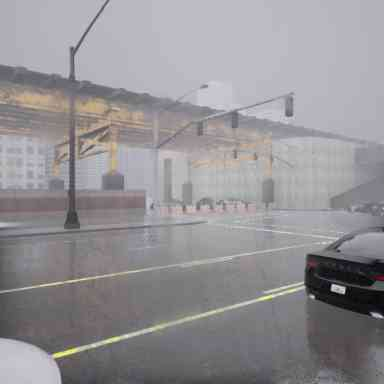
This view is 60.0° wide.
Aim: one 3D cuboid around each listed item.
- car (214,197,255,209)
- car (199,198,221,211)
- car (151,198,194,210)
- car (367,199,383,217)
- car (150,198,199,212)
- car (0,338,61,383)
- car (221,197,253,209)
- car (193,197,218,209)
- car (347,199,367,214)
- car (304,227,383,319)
[{"bbox_3d":[5.558,1.453,43.737,4.974,1.542,2.038,0,0,-7],"label":"car"},{"bbox_3d":[1.682,1.453,39.943,2.038,1.542,4.974,0,0,18],"label":"car"},{"bbox_3d":[-2.091,1.295,37.231,4.536,1.218,1.853,0,0,8],"label":"car"},{"bbox_3d":[18.256,1.351,30.411,4.553,1.767,2.097,0,0,-41],"label":"car"},{"bbox_3d":[-2.039,1.453,37.225,4.974,1.542,2.038,0,0,8],"label":"car"},{"bbox_3d":[-3.059,1.526,1.555,4.674,1.442,1.812,0,0,-36],"label":"car"},{"bbox_3d":[5.507,1.295,43.730,4.536,1.218,1.853,0,0,-7],"label":"car"},{"bbox_3d":[1.697,1.295,39.992,1.853,1.218,4.536,0,0,18],"label":"car"},{"bbox_3d":[18.014,1.492,34.853,4.902,1.511,2.128,0,0,-40],"label":"car"},{"bbox_3d":[4.464,1.478,7.030,5.008,1.535,1.882,0,0,-36],"label":"car"}]
